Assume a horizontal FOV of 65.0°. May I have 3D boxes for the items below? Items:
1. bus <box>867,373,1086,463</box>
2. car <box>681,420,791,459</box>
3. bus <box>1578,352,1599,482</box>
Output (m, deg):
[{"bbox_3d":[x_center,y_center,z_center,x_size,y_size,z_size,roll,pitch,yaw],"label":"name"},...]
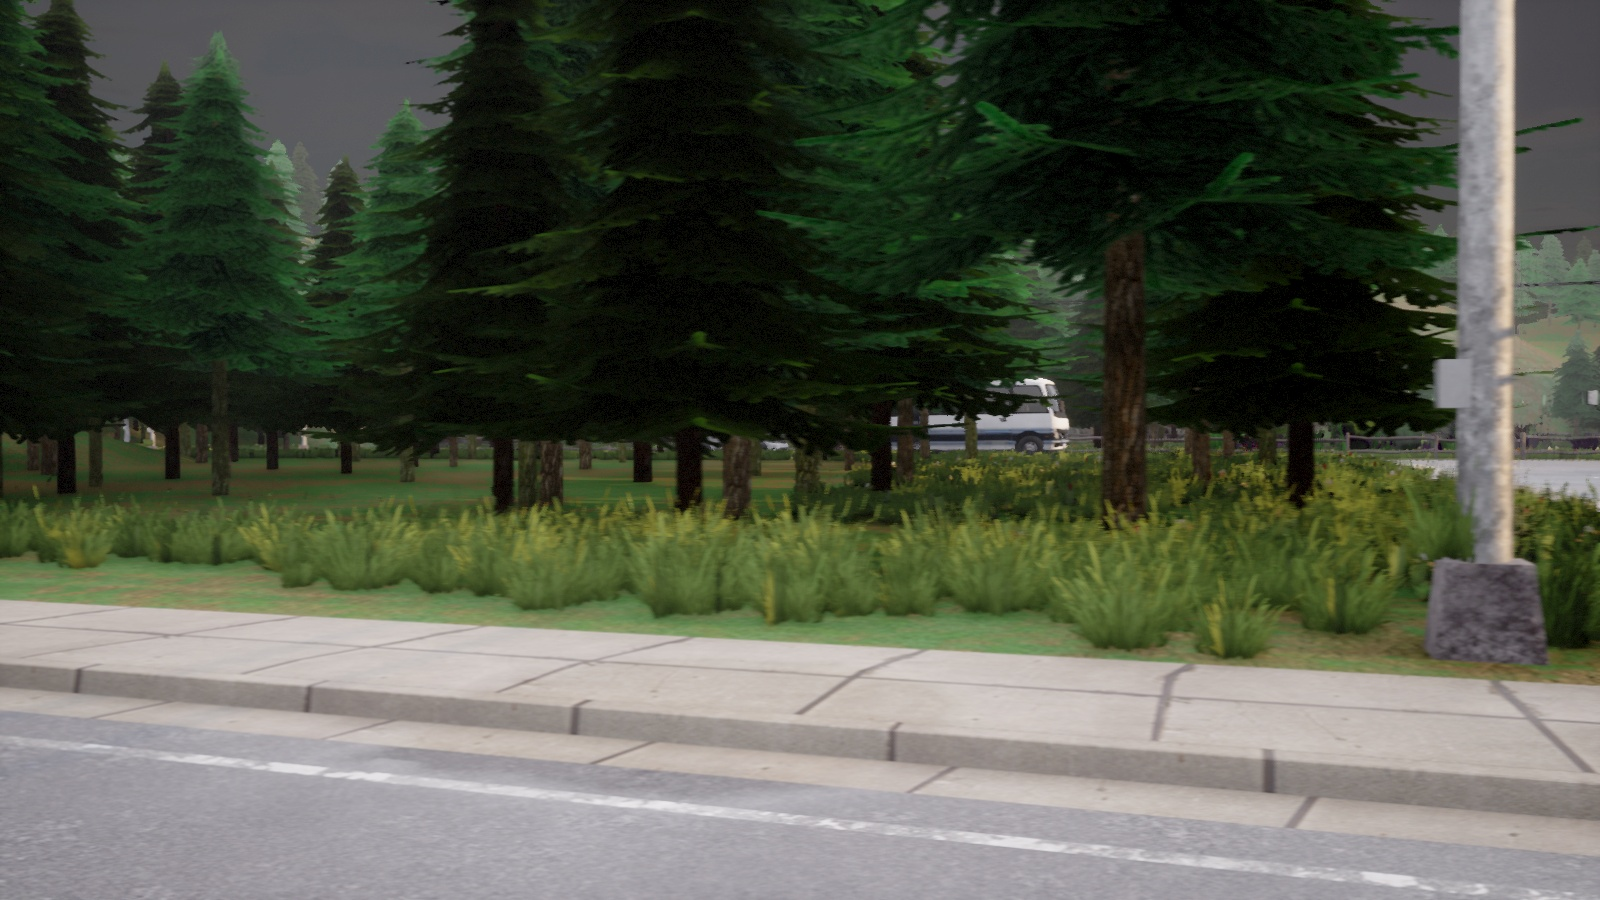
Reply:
[{"bbox_3d":[8.873,-1.542,63.304,10.273,4.253,3.944,0,1,22],"label":"bus"},{"bbox_3d":[-3.480,-0.566,67.986,5.566,2.045,2.150,0,1,21],"label":"car"},{"bbox_3d":[27.068,-1.023,37.933,3.944,4.253,10.273,1,1,20],"label":"bus"}]
